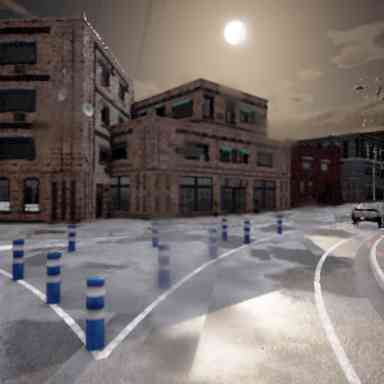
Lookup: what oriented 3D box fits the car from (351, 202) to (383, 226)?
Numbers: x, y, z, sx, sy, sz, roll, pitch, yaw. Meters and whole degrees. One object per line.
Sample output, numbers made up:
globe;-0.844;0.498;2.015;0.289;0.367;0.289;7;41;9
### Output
car;12.755;1.467;23.092;4.902;1.511;2.128;-1;1;-43
